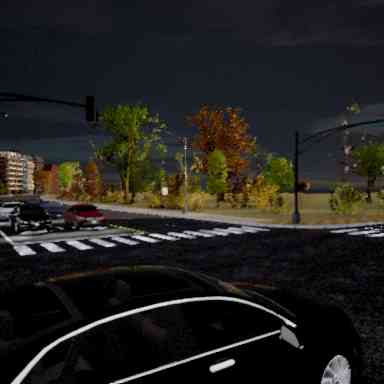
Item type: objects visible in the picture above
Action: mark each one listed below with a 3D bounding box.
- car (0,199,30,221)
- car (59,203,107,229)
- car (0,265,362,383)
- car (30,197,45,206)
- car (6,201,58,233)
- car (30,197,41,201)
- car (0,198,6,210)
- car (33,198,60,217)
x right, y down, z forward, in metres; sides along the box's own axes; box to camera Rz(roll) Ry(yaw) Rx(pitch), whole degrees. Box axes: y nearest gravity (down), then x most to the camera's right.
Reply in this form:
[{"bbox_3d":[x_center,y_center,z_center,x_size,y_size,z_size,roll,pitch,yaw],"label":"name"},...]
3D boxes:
[{"bbox_3d":[-15.050,1.585,27.815,1.812,1.442,4.674,0,0,-34],"label":"car"},{"bbox_3d":[-7.156,1.555,22.036,1.812,1.442,4.674,0,0,-33],"label":"car"},{"bbox_3d":[-0.308,1.503,3.157,4.892,1.490,1.837,-1,0,-35],"label":"car"},{"bbox_3d":[-27.423,1.632,59.053,1.994,1.385,4.181,0,0,-32],"label":"car"},{"bbox_3d":[-9.876,1.548,20.268,1.837,1.490,4.892,0,0,-34],"label":"car"},{"bbox_3d":[-18.203,1.624,38.322,1.994,1.385,4.181,0,0,-33],"label":"car"},{"bbox_3d":[-26.104,1.590,44.496,1.837,1.490,4.892,0,0,-32],"label":"car"},{"bbox_3d":[-12.637,1.593,30.041,2.033,1.411,5.357,0,0,-34],"label":"car"}]
